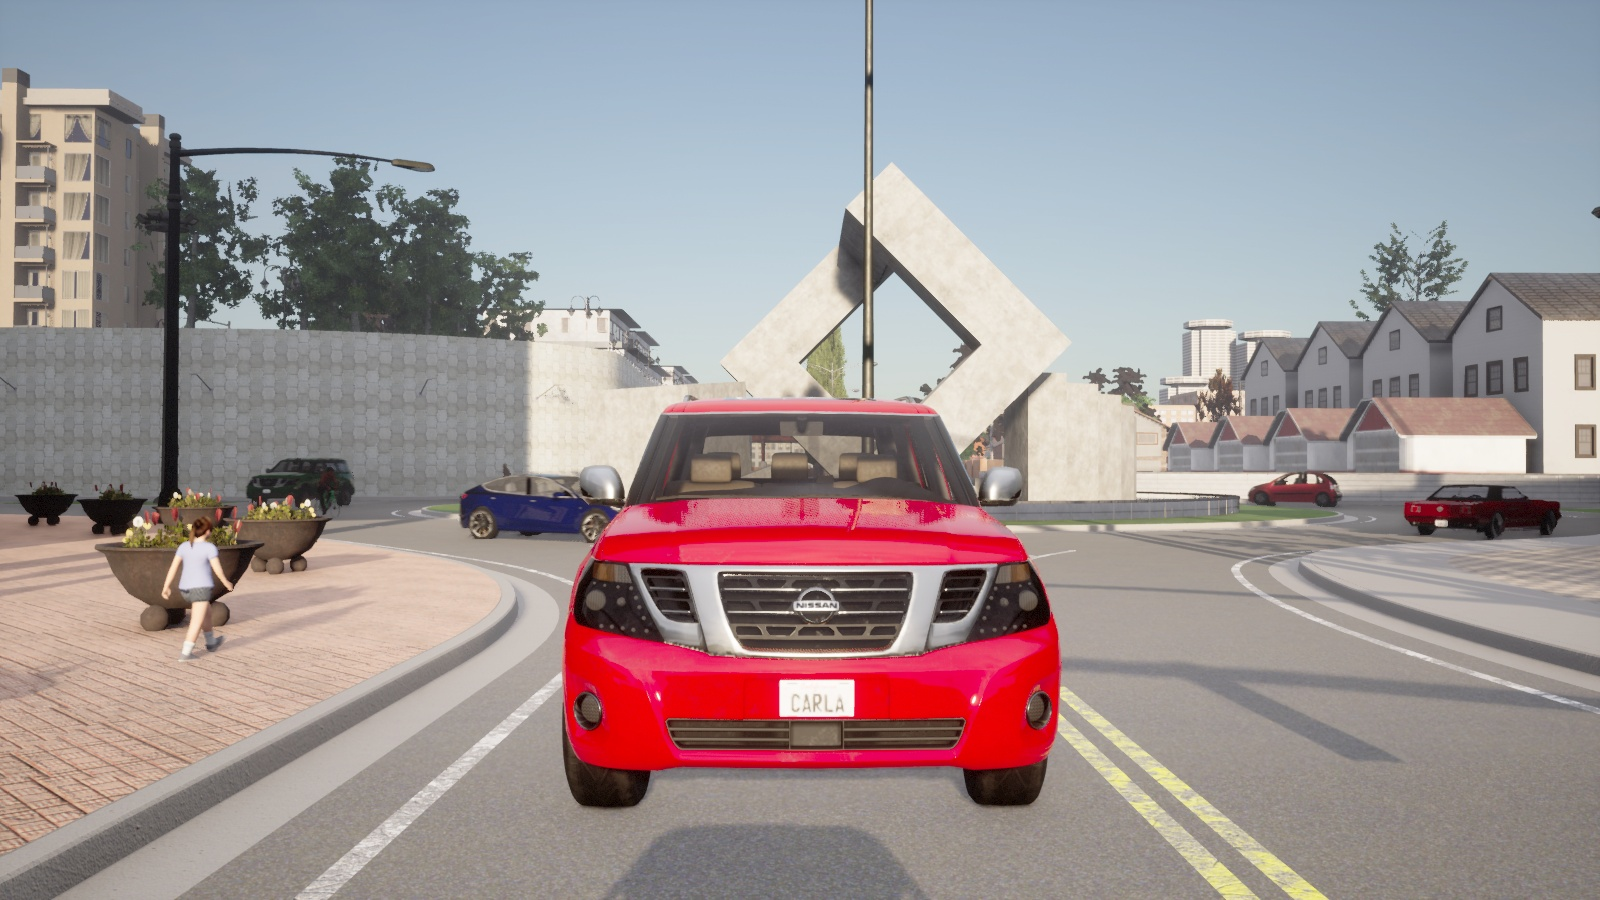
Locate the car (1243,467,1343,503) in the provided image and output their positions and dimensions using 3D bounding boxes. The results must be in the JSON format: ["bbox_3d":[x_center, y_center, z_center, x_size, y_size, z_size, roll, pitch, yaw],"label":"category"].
[{"bbox_3d":[22.817,1.596,58.150,3.988,1.617,1.851,-1,-1,34],"label":"car"}]

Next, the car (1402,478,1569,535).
[{"bbox_3d":[17.421,1.379,31.857,4.718,1.301,1.895,0,-1,-36],"label":"car"}]

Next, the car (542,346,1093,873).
[{"bbox_3d":[-0.008,0.663,7.702,2.150,2.045,5.566,0,-1,-2],"label":"car"}]

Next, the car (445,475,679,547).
[{"bbox_3d":[-5.333,1.307,28.154,4.792,1.488,2.163,-1,-1,25],"label":"car"}]

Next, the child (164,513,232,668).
[{"bbox_3d":[-4.489,1.035,9.375,0.255,1.110,0.394,0,-1,16],"label":"child"}]

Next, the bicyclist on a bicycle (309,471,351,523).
[{"bbox_3d":[-15.033,1.500,40.135,1.656,1.620,0.582,-1,0,43],"label":"bicyclist on a bicycle"}]

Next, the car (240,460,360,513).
[{"bbox_3d":[-20.387,1.482,51.534,2.150,2.045,5.566,-1,-1,7],"label":"car"}]
